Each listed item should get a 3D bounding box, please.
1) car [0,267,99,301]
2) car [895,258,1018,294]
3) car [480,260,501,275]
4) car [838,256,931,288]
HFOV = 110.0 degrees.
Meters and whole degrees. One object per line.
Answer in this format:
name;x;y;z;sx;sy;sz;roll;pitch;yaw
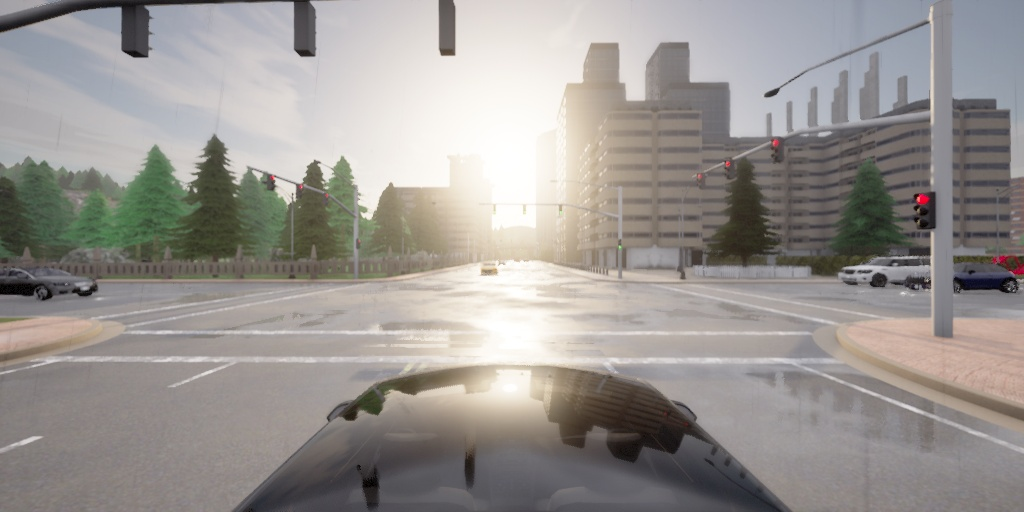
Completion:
car;-22.948;1.293;17.246;4.902;1.511;2.128;0;0;1
car;25.390;1.166;20.433;4.553;1.767;2.097;0;0;1
car;-2.649;1.413;42.039;1.882;1.535;5.008;0;1;1
car;25.257;1.047;23.944;5.566;2.045;2.150;0;0;1
